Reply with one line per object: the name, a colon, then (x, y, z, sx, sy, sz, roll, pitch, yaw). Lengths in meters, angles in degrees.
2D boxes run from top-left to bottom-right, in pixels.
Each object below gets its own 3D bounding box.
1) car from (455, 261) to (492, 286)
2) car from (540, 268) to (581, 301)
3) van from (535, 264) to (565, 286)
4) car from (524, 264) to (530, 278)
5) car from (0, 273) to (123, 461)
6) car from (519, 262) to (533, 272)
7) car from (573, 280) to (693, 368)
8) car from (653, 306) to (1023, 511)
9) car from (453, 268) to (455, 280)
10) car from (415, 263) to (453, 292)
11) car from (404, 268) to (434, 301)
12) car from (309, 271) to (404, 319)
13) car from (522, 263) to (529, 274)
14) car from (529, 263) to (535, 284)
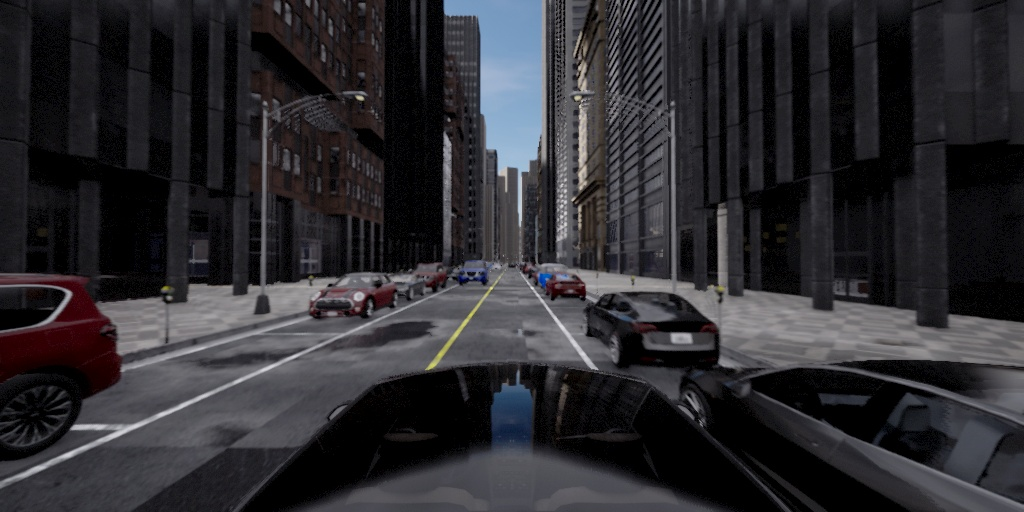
car: (-3.106, 1.397, 30.070, 2.150, 2.045, 5.566, 0, -1, 0)
car: (2.757, 1.554, 19.130, 1.888, 1.381, 4.507, 0, 0, 0)
van: (2.755, 1.433, 24.738, 1.690, 1.789, 3.998, 0, 0, 0)
car: (2.748, 1.913, 41.563, 1.948, 1.339, 4.313, 0, 0, 0)
car: (-5.762, 1.073, 2.284, 2.192, 1.841, 5.009, 0, 0, 0)
car: (2.742, 1.922, 58.388, 2.192, 1.841, 5.009, 0, 0, 0)
car: (2.761, 1.407, 7.913, 1.948, 1.339, 4.313, 0, 0, 0)
car: (2.763, 1.325, 2.304, 1.948, 1.339, 4.313, 0, 0, 0)
car: (-5.775, 1.827, 35.938, 1.948, 1.339, 4.313, 0, 0, 0)
car: (-5.771, 1.406, 24.720, 2.192, 1.841, 5.009, 0, 0, 0)
car: (-5.769, 1.558, 19.111, 2.007, 1.370, 4.403, 0, 0, 0)
car: (-5.766, 1.364, 13.503, 1.967, 1.591, 4.097, 0, 0, 0)
car: (2.744, 2.102, 52.780, 1.802, 1.307, 4.207, 0, 0, 0)
car: (2.753, 1.616, 30.346, 1.967, 1.591, 4.097, 0, 0, 0)
